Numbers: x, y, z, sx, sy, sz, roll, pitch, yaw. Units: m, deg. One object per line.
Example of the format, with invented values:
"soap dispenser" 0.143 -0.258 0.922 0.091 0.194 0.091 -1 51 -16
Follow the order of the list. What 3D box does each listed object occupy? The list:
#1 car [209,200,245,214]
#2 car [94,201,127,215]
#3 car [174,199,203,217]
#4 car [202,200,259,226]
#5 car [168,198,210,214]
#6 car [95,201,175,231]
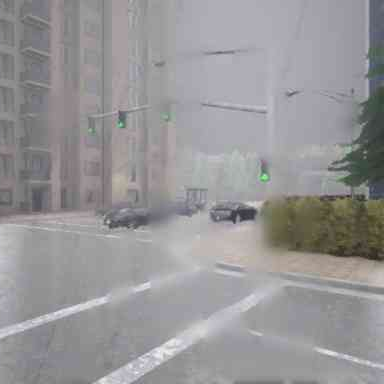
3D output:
"car" 4.029 1.601 37.158 1.895 1.301 4.718 0 0 36
"car" -5.960 1.547 29.407 2.033 1.411 5.357 0 0 36
"car" -1.624 1.547 29.414 2.033 1.411 5.357 0 0 36
"car" 3.152 1.491 23.741 2.128 1.511 4.902 0 0 36
"car" -0.270 1.492 37.206 2.128 1.511 4.902 0 0 36
"car" -3.387 1.526 20.726 1.812 1.442 4.674 0 0 36
